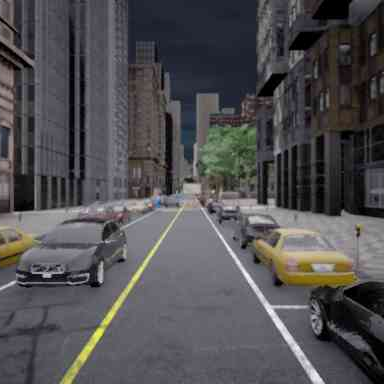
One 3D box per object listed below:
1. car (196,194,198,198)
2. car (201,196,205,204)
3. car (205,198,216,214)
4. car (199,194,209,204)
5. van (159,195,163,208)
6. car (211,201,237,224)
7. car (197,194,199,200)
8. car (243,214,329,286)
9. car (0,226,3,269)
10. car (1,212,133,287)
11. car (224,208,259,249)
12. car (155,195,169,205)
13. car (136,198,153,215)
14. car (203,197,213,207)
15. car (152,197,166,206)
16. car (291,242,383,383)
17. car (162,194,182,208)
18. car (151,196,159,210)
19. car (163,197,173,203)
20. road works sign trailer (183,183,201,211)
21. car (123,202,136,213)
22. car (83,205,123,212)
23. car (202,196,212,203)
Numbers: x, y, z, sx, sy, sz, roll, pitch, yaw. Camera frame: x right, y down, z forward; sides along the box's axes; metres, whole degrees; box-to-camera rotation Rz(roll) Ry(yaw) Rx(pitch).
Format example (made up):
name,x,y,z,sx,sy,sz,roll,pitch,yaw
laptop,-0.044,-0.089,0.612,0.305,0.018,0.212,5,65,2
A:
name,x,y,z,sx,sy,sz,roll,pitch,yaw
car,2.765,1.600,80.490,2.192,1.841,5.009,0,0,0
car,2.764,1.779,53.055,1.802,1.307,4.206,0,0,0
car,2.764,1.706,36.595,1.947,1.339,4.313,0,0,0
car,2.764,1.531,58.543,2.192,1.841,5.009,0,0,0
van,-5.762,1.540,53.069,1.690,1.788,3.998,0,0,0
car,2.763,1.653,25.621,2.008,1.369,4.403,0,0,0
car,2.764,1.568,69.516,2.192,1.841,5.009,0,0,0
car,2.763,1.564,9.331,1.752,1.417,4.829,0,0,0
car,-5.763,1.564,8.996,1.752,1.417,4.829,0,0,0
car,-3.089,1.546,9.512,1.837,1.490,4.892,0,0,0
car,2.763,1.611,14.647,2.008,1.369,4.403,0,0,0
car,-5.761,1.552,64.044,2.192,1.841,5.009,0,0,0
car,-5.762,1.667,36.435,1.752,1.417,4.829,0,0,0
car,2.764,1.725,42.082,1.947,1.339,4.313,0,0,0
car,-5.761,1.658,58.556,1.967,1.590,4.097,0,0,0
car,2.763,1.581,3.674,1.947,1.339,4.313,0,0,0
car,-3.060,1.549,52.646,2.097,1.767,4.553,0,0,0
car,-5.762,1.601,42.093,1.967,1.590,4.097,0,0,0
car,-5.761,1.853,80.508,1.947,1.339,4.313,0,0,0
road works sign trailer,0.001,0.625,42.380,2.380,3.560,2.880,0,0,0
car,-5.762,1.686,25.629,1.802,1.307,4.206,0,0,0
car,-5.762,1.524,20.142,1.967,1.590,4.097,0,0,0
car,2.764,1.704,47.738,1.752,1.417,4.829,0,0,0
